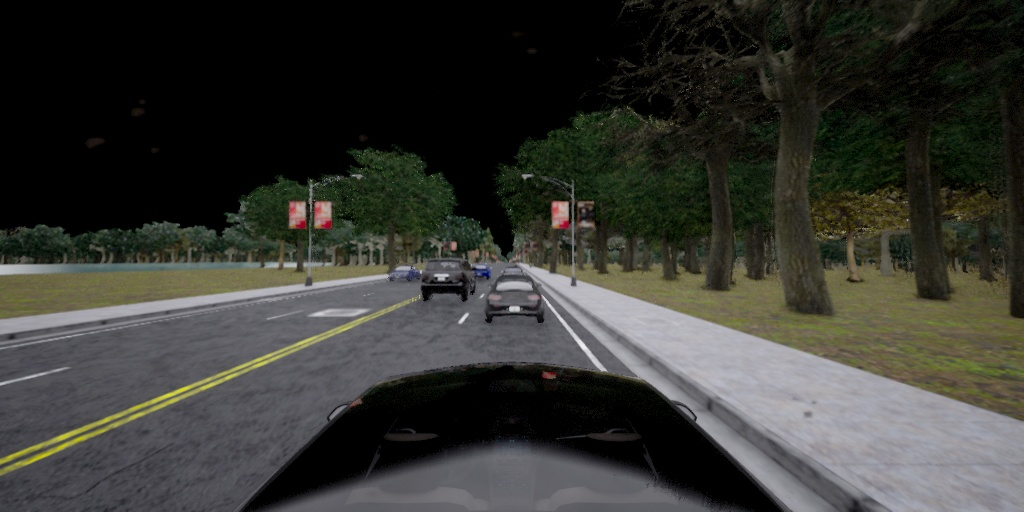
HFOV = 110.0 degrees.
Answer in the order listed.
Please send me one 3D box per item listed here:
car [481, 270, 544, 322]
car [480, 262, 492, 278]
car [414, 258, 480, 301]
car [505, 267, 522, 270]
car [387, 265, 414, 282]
[{"bbox_3d":[0.089,1.386,12.668,1.812,1.442,4.674,0,0,0],"label":"car"},{"bbox_3d":[-3.156,1.582,36.647,1.882,1.535,5.008,0,-1,0],"label":"car"},{"bbox_3d":[-3.155,1.143,18.712,2.150,2.045,5.566,0,-1,0],"label":"car"},{"bbox_3d":[0.091,1.581,29.787,2.033,1.411,5.357,0,-1,0],"label":"car"},{"bbox_3d":[-9.850,1.593,33.103,1.812,1.442,4.674,0,-1,0],"label":"car"}]
